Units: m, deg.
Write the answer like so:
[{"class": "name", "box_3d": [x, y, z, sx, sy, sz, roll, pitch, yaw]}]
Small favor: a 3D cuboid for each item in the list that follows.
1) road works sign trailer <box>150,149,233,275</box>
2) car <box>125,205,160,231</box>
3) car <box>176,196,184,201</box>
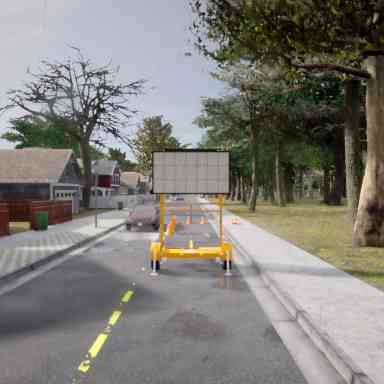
[{"class": "road works sign trailer", "box_3d": [-0.022, 0.464, 10.375, 2.380, 3.560, 2.880, 0, 0, 0]}, {"class": "car", "box_3d": [-2.881, 1.527, 20.732, 1.812, 1.442, 4.674, 0, 0, 0]}, {"class": "car", "box_3d": [-2.934, 1.600, 83.606, 2.033, 1.411, 5.357, 0, 0, 0]}]
